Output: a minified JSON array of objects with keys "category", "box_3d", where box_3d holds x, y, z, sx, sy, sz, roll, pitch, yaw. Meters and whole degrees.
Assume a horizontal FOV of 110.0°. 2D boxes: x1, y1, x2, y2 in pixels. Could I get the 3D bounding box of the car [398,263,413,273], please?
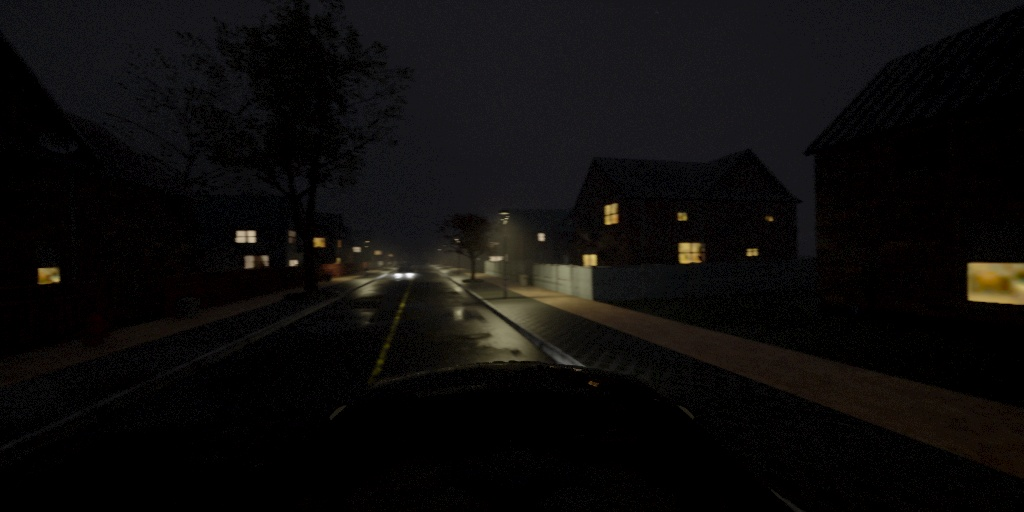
[{"category":"car","box_3d":[-14.718,1.654,49.551,1.895,1.301,4.718,-1,0,-14]}]
